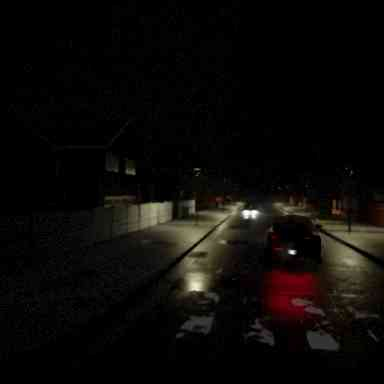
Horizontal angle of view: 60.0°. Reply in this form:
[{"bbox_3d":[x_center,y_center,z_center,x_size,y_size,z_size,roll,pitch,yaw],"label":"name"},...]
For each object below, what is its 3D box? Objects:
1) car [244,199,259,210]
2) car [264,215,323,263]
[{"bbox_3d":[8.597,1.816,48.297,2.128,1.511,4.902,0,0,11],"label":"car"},{"bbox_3d":[3.828,1.641,12.621,1.837,1.490,4.892,-2,-1,17],"label":"car"}]
